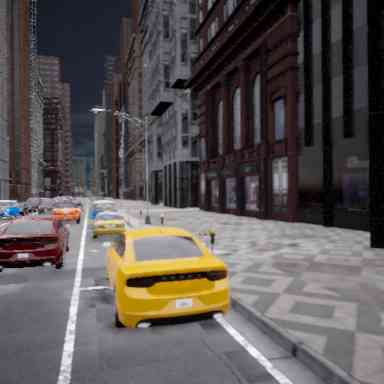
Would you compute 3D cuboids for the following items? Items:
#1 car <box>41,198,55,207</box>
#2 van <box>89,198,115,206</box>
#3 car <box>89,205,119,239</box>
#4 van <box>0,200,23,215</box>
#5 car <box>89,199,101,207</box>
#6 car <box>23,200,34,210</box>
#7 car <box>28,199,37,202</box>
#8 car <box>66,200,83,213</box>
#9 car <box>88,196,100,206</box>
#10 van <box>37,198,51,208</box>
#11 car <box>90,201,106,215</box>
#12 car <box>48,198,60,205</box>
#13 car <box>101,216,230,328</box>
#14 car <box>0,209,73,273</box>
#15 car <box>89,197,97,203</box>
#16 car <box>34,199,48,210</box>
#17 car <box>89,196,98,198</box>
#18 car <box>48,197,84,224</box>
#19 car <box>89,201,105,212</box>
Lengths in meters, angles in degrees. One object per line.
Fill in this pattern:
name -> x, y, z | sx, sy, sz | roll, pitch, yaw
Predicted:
car -> -27.713, 2.046, 64.054 | 1.967, 1.590, 4.097 | -1, 0, -17
van -> -6.260, 1.511, 23.501 | 1.690, 1.788, 3.998 | -1, 0, -17
car -> -4.644, 1.653, 18.278 | 1.752, 1.417, 4.829 | -1, 0, -17
van -> -17.729, 1.685, 31.742 | 1.690, 1.788, 3.998 | -1, 0, -17
car -> -17.905, 2.041, 61.194 | 1.947, 1.339, 4.313 | -1, 0, -17
car -> -19.390, 1.954, 37.127 | 1.947, 1.339, 4.313 | -1, 0, -17
car -> -21.054, 1.997, 42.512 | 1.947, 1.339, 4.313 | -1, 0, -17
car -> -15.440, 1.874, 43.869 | 1.837, 1.490, 4.892 | -1, 0, -17
car -> -19.573, 1.834, 66.581 | 2.192, 1.841, 5.009 | -1, 0, -17
van -> -26.050, 1.903, 58.669 | 1.690, 1.788, 3.998 | -1, 0, -17
car -> -11.300, 1.827, 39.818 | 1.752, 1.417, 4.829 | -1, 0, -17
car -> -31.041, 2.134, 74.824 | 1.967, 1.590, 4.097 | -1, 0, -17
car -> -0.851, 1.514, 7.290 | 1.882, 1.535, 5.008 | -1, 0, -17
car -> -5.282, 1.584, 11.333 | 1.882, 1.535, 5.008 | -1, 0, -17
car -> -26.227, 2.135, 88.119 | 1.967, 1.590, 4.097 | -1, 0, -17
car -> -17.661, 1.890, 40.816 | 1.837, 1.490, 4.892 | -1, -1, -17
car -> -16.243, 1.872, 55.810 | 1.967, 1.590, 4.097 | -1, 0, -17
car -> -10.129, 1.584, 27.012 | 2.097, 1.767, 4.553 | -1, 0, -17
car -> -12.913, 1.895, 45.040 | 2.008, 1.369, 4.403 | -1, 0, -17
